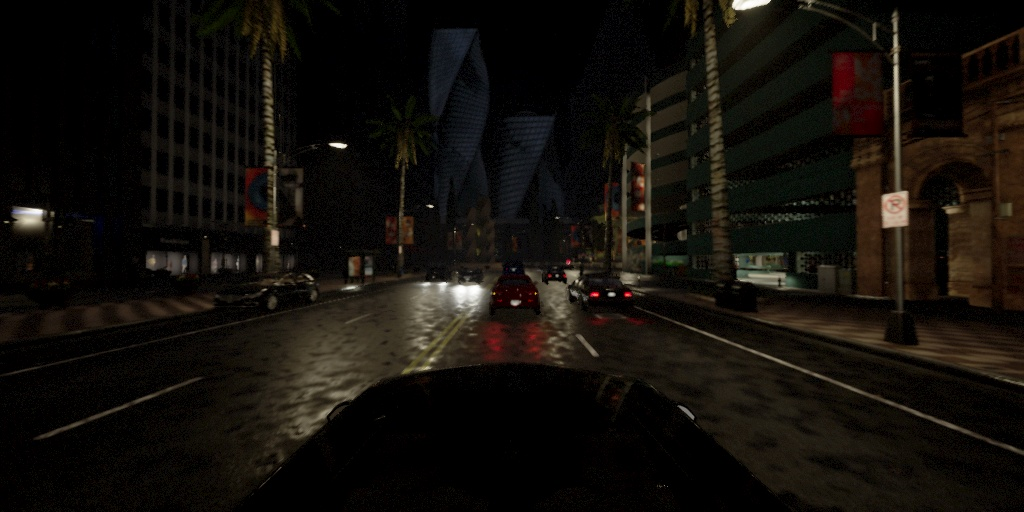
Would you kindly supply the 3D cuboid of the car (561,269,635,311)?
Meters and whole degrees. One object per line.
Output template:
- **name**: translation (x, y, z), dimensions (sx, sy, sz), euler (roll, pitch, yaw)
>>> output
- **car**: translation (3.612, 1.476, 15.477), dimensions (2.033, 1.411, 5.357), euler (0, -1, 0)

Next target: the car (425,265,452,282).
- **car**: translation (-6.965, 1.671, 34.425), dimensions (1.837, 1.490, 4.892), euler (0, -1, 1)

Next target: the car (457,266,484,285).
- **car**: translation (-3.522, 1.616, 31.042), dimensions (2.128, 1.511, 4.902), euler (0, -1, 1)

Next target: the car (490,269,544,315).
- **car**: translation (0.101, 1.439, 14.442), dimensions (1.812, 1.442, 4.674), euler (0, -1, 0)

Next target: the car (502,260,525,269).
- **car**: translation (0.153, 1.409, 35.839), dimensions (2.150, 2.045, 5.566), euler (0, -1, 0)

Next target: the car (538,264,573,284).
- **car**: translation (3.633, 1.679, 31.329), dimensions (2.033, 1.411, 5.357), euler (0, -1, 0)
